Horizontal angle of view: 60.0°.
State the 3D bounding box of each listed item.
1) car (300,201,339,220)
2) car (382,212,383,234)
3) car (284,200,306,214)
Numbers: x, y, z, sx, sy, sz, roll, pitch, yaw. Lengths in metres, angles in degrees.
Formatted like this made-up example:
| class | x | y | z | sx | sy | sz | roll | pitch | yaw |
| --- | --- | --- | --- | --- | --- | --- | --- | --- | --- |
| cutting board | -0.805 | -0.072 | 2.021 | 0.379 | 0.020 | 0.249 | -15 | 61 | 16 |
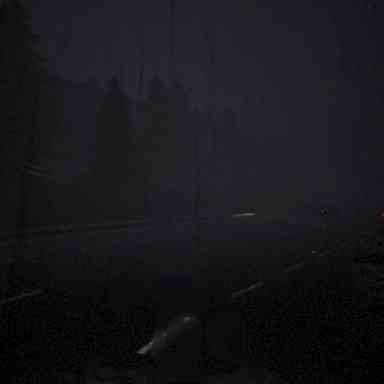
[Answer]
| class | x | y | z | sx | sy | sz | roll | pitch | yaw |
| --- | --- | --- | --- | --- | --- | --- | --- | --- | --- |
| car | 11.825 | 1.744 | 30.279 | 1.895 | 1.301 | 4.718 | 1 | 0 | 37 |
| car | 12.770 | 1.426 | 19.661 | 2.150 | 2.045 | 5.566 | 1 | 0 | 37 |
| car | 11.474 | 1.592 | 35.576 | 1.882 | 1.535 | 5.008 | 1 | 0 | 37 |
